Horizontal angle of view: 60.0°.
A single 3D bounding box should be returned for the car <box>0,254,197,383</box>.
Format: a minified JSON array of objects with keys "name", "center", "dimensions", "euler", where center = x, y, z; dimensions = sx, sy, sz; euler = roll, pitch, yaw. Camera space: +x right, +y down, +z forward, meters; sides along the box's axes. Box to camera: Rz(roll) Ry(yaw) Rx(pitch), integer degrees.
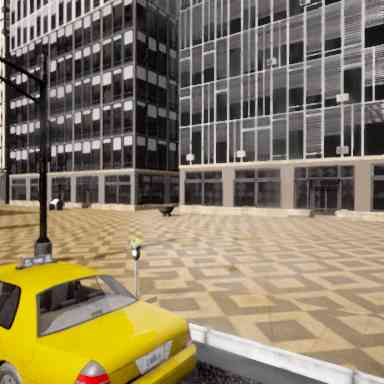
[{"name":"car","center":[-2.228,1.523,4.479],"dimensions":[4.829,1.417,1.752],"euler":[0,0,36]}]
